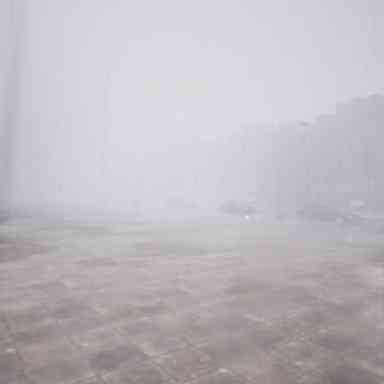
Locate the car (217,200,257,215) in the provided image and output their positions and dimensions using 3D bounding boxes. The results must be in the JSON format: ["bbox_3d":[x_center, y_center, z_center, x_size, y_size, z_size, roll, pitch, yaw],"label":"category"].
[{"bbox_3d":[4.414,1.547,33.033,1.994,1.385,4.181,-1,1,-36],"label":"car"}]

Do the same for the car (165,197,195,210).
[{"bbox_3d":[-1.501,1.360,41.415,2.128,1.511,4.902,-1,1,-35],"label":"car"}]

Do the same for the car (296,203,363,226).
[{"bbox_3d":[10.156,1.597,24.915,1.837,1.490,4.892,-1,1,-35],"label":"car"}]
